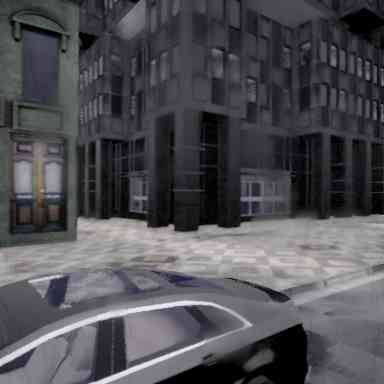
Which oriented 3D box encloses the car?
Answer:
[{"bbox_3d":[-1.110,1.488,2.589,4.902,1.511,2.128,-1,0,-36],"label":"car"}]
